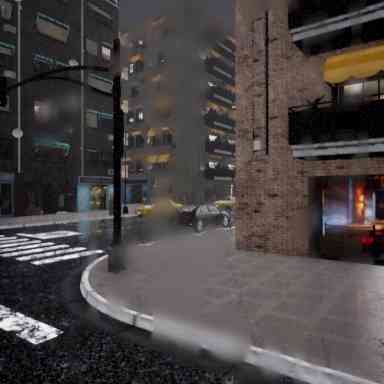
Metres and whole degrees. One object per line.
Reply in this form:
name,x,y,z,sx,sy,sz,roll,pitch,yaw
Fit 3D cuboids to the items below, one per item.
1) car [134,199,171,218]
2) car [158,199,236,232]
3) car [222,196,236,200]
car,-2.662,1.255,27.438,1.752,1.417,4.829,1,1,36
car,0.498,1.334,18.381,2.008,1.369,4.403,1,1,36
car,4.004,1.114,36.614,1.752,1.417,4.829,1,1,36
